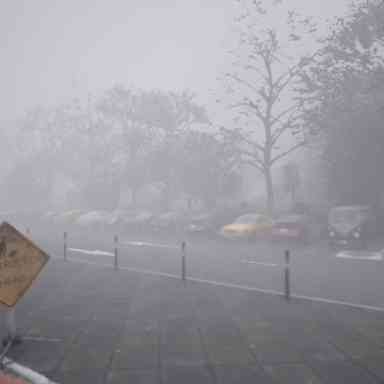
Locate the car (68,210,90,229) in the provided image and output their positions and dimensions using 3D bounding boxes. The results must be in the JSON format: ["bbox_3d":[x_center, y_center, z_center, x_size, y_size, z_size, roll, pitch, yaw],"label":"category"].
[{"bbox_3d":[-7.659,2.334,28.182,2.002,1.452,4.674,-1,-1,35],"label":"car"}]

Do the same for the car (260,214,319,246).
[{"bbox_3d":[5.927,1.995,18.558,2.163,1.488,4.792,-1,-1,35],"label":"car"}]

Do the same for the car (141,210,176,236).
[{"bbox_3d":[-0.878,2.130,23.354,2.231,1.521,4.892,-1,-1,35],"label":"car"}]

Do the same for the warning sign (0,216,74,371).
[{"bbox_3d":[-2.686,1.360,4.884,1.060,1.860,1.300,-5,-1,35],"label":"warning sign"}]

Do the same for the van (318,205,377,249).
[{"bbox_3d":[8.097,1.686,16.834,1.878,1.987,4.442,-1,-1,35],"label":"van"}]

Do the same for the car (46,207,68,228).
[{"bbox_3d":[-9.922,2.349,29.789,2.097,1.535,5.008,-1,-1,35],"label":"car"}]

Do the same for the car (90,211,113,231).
[{"bbox_3d":[-5.381,2.113,26.603,2.185,1.767,4.553,-1,-1,35],"label":"car"}]

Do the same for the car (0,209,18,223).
[{"bbox_3d":[-18.981,2.603,36.202,2.163,1.488,4.792,-1,-1,35],"label":"car"}]

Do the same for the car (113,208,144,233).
[{"bbox_3d":[-3.132,2.183,24.972,2.097,1.535,5.008,-1,-1,35],"label":"car"}]

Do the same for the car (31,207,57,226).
[{"bbox_3d":[-12.184,2.445,31.399,2.002,1.452,4.674,-1,-1,35],"label":"car"}]

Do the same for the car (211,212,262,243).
[{"bbox_3d":[3.539,2.016,19.992,1.946,1.575,5.366,-1,-1,35],"label":"car"}]

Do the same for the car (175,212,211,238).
[{"bbox_3d":[1.403,2.103,21.775,2.163,1.488,4.792,-1,-1,35],"label":"car"}]

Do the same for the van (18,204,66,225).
[{"bbox_3d":[-14.379,2.235,33.108,1.878,1.987,4.442,-1,-1,35],"label":"van"}]
